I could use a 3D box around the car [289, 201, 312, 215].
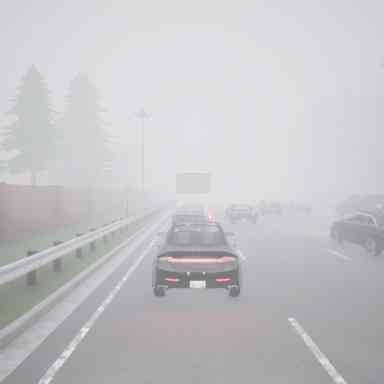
[{"bbox_3d":[10.622,1.601,34.281,1.895,1.301,4.718,0,0,0],"label":"car"}]

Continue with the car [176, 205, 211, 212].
[{"bbox_3d":[0.010,1.474,19.019,1.882,1.535,5.008,0,0,6],"label":"car"}]

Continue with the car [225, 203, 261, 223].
[{"bbox_3d":[3.617,1.601,25.190,1.895,1.301,4.718,0,0,0],"label":"car"}]

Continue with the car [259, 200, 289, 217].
[{"bbox_3d":[7.120,1.492,31.315,2.128,1.511,4.902,0,0,0],"label":"car"}]

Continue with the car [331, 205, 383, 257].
[{"bbox_3d":[7.109,1.491,12.926,2.128,1.511,4.902,0,0,0],"label":"car"}]

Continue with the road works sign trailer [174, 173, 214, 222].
[{"bbox_3d":[0.078,0.464,22.938,2.380,3.560,2.880,0,0,-1],"label":"road works sign trailer"}]

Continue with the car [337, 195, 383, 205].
[{"bbox_3d":[14.117,1.224,27.788,2.150,2.045,5.566,0,0,0],"label":"car"}]

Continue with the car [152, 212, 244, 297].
[{"bbox_3d":[0.106,1.492,8.571,2.128,1.511,4.902,0,0,0],"label":"car"}]
